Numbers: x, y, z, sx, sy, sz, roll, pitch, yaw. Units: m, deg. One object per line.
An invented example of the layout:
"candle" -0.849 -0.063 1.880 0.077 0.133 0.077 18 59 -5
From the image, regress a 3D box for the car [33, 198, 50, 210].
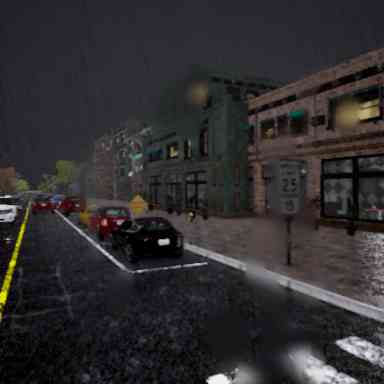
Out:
"car" -20.486 1.553 45.147 2.033 1.411 5.357 -1 0 -25

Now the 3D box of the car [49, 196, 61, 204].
"car" -25.590 1.543 62.125 1.802 1.307 4.206 -1 1 -25

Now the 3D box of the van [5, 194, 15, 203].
"van" -40.314 1.395 73.550 1.690 1.788 3.998 -1 1 -25

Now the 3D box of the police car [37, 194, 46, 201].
"police car" -37.340 1.393 82.649 1.930 1.638 5.238 -1 0 -25

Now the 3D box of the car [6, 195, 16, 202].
"car" -42.696 1.490 78.561 1.967 1.590 4.097 -1 1 -25

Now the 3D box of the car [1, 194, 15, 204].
"car" -37.929 1.372 68.540 2.192 1.841 5.009 -1 1 -25

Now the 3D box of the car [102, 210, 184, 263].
"car" -1.747 1.560 12.026 1.947 1.339 4.313 -1 1 -25

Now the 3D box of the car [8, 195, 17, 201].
"car" -45.078 1.591 83.572 1.887 1.381 4.507 -1 1 -25

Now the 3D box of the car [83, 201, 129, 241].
"car" -4.134 1.431 17.035 1.967 1.590 4.097 -1 1 -25

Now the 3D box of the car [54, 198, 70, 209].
"car" -18.437 1.554 47.096 1.802 1.307 4.206 -1 1 -25

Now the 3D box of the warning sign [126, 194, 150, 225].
"warning sign" -3.438 1.075 21.125 1.300 1.860 1.060 0 1 -25

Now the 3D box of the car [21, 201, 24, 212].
"car" -21.008 1.546 39.262 1.837 1.490 4.892 -1 0 -25

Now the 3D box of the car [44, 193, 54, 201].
"car" -37.517 1.258 87.173 2.192 1.841 5.009 -1 1 -25

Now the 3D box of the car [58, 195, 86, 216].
"car" -11.290 1.297 32.063 2.192 1.841 5.009 -1 1 -25

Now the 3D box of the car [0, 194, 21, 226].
"car" -13.623 1.277 23.511 2.150 2.045 5.566 -1 0 -25

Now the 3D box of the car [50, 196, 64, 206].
"car" -23.206 1.509 57.115 1.887 1.381 4.507 -1 1 -25

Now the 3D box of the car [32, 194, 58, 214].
"car" -16.033 1.363 35.894 2.097 1.767 4.553 -1 0 -25

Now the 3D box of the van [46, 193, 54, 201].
"van" -35.132 1.288 82.163 1.690 1.788 3.998 -1 1 -25

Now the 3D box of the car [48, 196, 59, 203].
"car" -27.974 1.540 67.135 1.802 1.307 4.206 -1 1 -25

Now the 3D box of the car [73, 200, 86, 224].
"car" -6.590 1.513 22.199 1.752 1.417 4.829 -1 1 -25

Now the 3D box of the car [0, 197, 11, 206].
"car" -33.156 1.615 58.522 2.008 1.369 4.403 -1 1 -25
